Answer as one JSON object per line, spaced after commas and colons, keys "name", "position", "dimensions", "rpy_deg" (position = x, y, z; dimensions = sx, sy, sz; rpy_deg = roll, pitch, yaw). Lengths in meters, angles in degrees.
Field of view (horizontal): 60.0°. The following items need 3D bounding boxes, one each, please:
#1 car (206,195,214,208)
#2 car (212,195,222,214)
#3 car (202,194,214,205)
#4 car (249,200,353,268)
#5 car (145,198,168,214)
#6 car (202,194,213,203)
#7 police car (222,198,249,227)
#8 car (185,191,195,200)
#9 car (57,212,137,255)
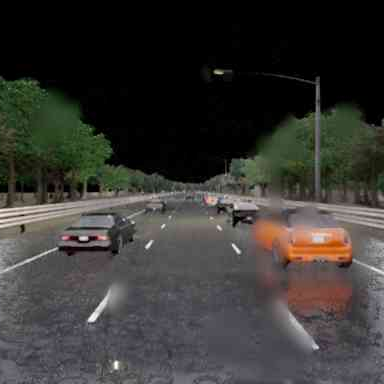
{"name": "car", "position": [3.261, 1.457, 44.356], "dimensions": [1.895, 1.301, 4.718], "rpy_deg": [0, 0, 0]}
{"name": "car", "position": [3.332, 1.371, 33.326], "dimensions": [1.882, 1.535, 5.008], "rpy_deg": [0, 0, 0]}
{"name": "car", "position": [3.191, 1.171, 55.294], "dimensions": [2.097, 1.767, 4.553], "rpy_deg": [0, 0, 0]}
{"name": "car", "position": [3.474, 1.316, 11.296], "dimensions": [2.097, 1.767, 4.553], "rpy_deg": [0, 0, 0]}
{"name": "car", "position": [-3.573, 1.384, 33.779], "dimensions": [2.128, 1.511, 4.902], "rpy_deg": [0, 0, 0]}
{"name": "car", "position": [3.120, 1.258, 66.325], "dimensions": [1.882, 1.535, 5.008], "rpy_deg": [0, 0, 0]}
{"name": "police car", "position": [3.402, 1.354, 22.436], "dimensions": [1.930, 1.638, 5.238], "rpy_deg": [0, 0, 0]}
{"name": "car", "position": [-0.436, 1.112, 75.439], "dimensions": [1.837, 1.490, 4.892], "rpy_deg": [0, 0, 0]}
{"name": "car", "position": [-3.439, 1.506, 13.016], "dimensions": [2.033, 1.411, 5.357], "rpy_deg": [0, 0, 0]}
